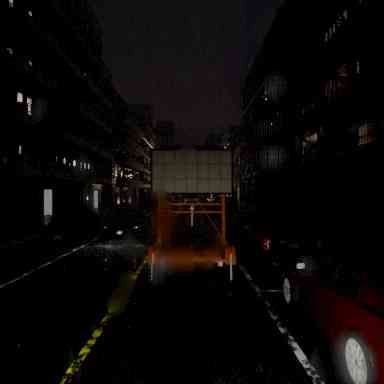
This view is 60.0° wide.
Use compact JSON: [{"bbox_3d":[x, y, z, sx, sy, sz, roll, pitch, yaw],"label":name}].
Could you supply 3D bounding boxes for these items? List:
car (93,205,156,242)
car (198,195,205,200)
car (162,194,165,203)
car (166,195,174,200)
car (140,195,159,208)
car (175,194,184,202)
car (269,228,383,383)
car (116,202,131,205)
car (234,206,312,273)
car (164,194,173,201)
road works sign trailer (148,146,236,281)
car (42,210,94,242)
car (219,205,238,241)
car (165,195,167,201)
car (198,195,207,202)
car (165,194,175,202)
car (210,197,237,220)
[{"bbox_3d":[-3.124,1.563,16.345,1.994,1.385,4.181,0,0,0],"label":"car"},{"bbox_3d":[2.564,1.516,89.586,1.887,1.381,4.507,0,0,0],"label":"car"},{"bbox_3d":[-5.759,1.305,50.124,2.192,1.841,5.009,0,0,0],"label":"car"},{"bbox_3d":[-5.816,1.516,89.579,1.887,1.381,4.507,0,0,0],"label":"car"},{"bbox_3d":[-5.752,1.432,44.487,1.967,1.590,4.097,0,0,0],"label":"car"},{"bbox_3d":[-3.111,1.198,78.783,2.150,2.045,5.566,0,0,0],"label":"car"},{"bbox_3d":[2.685,1.545,5.040,1.887,1.381,4.507,0,0,0],"label":"car"},{"bbox_3d":[-5.728,1.523,27.407,1.752,1.417,4.829,0,0,0],"label":"car"},{"bbox_3d":[2.677,1.440,10.677,1.967,1.590,4.097,0,0,0],"label":"car"},{"bbox_3d":[-5.808,1.414,83.941,1.967,1.590,4.097,0,0,0],"label":"car"},{"bbox_3d":[0.001,0.464,9.822,2.380,3.560,2.880,0,0,0],"label":"road works sign trailer"},{"bbox_3d":[-5.712,1.565,16.304,1.947,1.339,4.313,0,0,0],"label":"car"},{"bbox_3d":[2.669,1.550,16.313,2.008,1.369,4.403,0,0,0],"label":"car"},{"bbox_3d":[-5.769,1.570,55.760,1.802,1.307,4.206,0,0,0],"label":"car"},{"bbox_3d":[2.580,1.503,78.483,1.752,1.417,4.829,0,0,0],"label":"car"},{"bbox_3d":[-5.799,1.292,78.305,2.192,1.841,5.009,0,0,0],"label":"car"},{"bbox_3d":[2.654,1.312,27.586,2.192,1.841,5.009,0,0,0],"label":"car"}]
